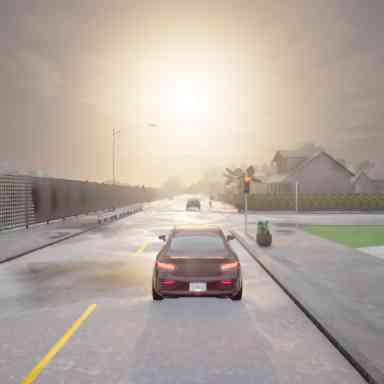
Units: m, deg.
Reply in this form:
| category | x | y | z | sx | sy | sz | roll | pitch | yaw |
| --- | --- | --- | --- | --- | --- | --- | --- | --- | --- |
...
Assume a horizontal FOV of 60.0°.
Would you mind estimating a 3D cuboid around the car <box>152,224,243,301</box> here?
| category | x | y | z | sx | sy | sz | roll | pitch | yaw |
| --- | --- | --- | --- | --- | --- | --- | --- | --- | --- |
| car | 0.110 | 1.526 | 8.217 | 1.812 | 1.442 | 4.674 | 0 | 0 | 0 |

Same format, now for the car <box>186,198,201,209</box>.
| category | x | y | z | sx | sy | sz | roll | pitch | yaw |
| --- | --- | --- | --- | --- | --- | --- | --- | --- | --- |
| car | 0.192 | 1.504 | 44.044 | 1.837 | 1.490 | 4.892 | 0 | 0 | 0 |
